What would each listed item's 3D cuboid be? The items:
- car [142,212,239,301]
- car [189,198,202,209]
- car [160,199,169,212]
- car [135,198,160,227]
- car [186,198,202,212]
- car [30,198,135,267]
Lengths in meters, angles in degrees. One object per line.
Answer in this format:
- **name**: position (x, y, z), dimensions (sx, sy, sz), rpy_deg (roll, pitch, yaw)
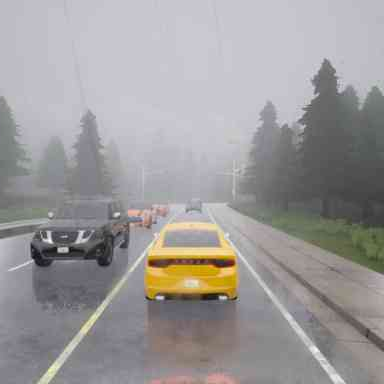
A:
- **car**: position (-0.011, 1.498, 8.451), dimensions (1.882, 1.535, 5.008), rpy_deg (0, 0, 0)
- **car**: position (0.607, 1.659, 49.405), dimensions (1.837, 1.490, 4.892), rpy_deg (0, 0, 2)
- **car**: position (-3.450, 1.451, 32.473), dimensions (2.097, 1.767, 4.553), rpy_deg (0, 0, 1)
- **car**: position (-3.589, 1.417, 22.222), dimensions (2.097, 1.767, 4.553), rpy_deg (0, 0, 0)
- **car**: position (0.224, 1.668, 39.012), dimensions (2.033, 1.411, 5.357), rpy_deg (0, 0, 2)
- **car**: position (-3.628, 1.253, 11.928), dimensions (2.150, 2.045, 5.566), rpy_deg (0, 0, -2)
